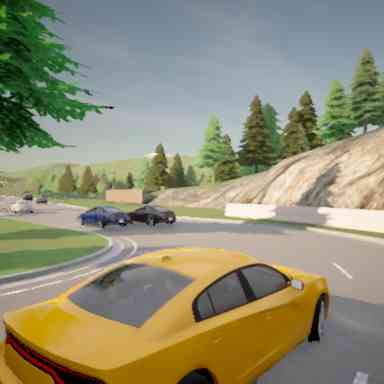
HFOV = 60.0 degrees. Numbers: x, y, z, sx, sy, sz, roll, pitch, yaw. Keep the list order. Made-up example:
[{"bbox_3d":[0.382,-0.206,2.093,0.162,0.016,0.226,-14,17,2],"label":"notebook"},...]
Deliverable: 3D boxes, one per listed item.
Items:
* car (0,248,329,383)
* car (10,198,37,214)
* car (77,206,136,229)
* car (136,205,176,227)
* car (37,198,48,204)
[{"bbox_3d":[0.229,1.511,4.468,1.882,1.535,5.008,1,0,41],"label":"car"},{"bbox_3d":[-19.654,1.712,38.411,1.812,1.442,4.674,1,0,-35],"label":"car"},{"bbox_3d":[-6.091,1.660,22.695,1.812,1.442,4.674,1,-1,-44],"label":"car"},{"bbox_3d":[-3.079,1.687,24.574,1.812,1.442,4.674,1,-1,-44],"label":"car"},{"bbox_3d":[-32.632,1.910,72.304,2.033,1.411,5.357,1,0,-31],"label":"car"}]
